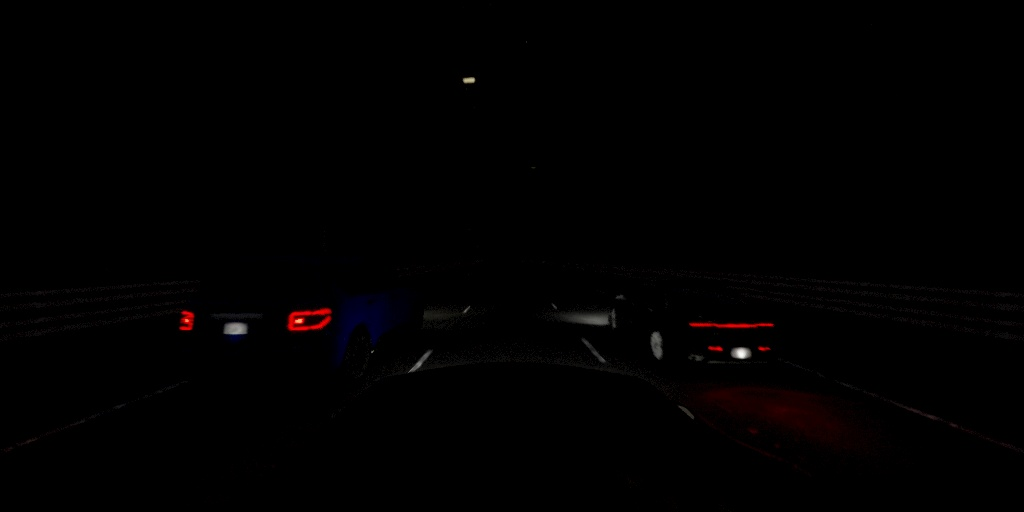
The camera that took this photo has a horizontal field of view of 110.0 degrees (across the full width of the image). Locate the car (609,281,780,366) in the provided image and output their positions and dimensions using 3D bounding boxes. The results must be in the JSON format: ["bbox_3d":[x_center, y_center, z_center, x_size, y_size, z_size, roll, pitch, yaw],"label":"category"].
[{"bbox_3d":[3.602,1.296,8.061,1.837,1.490,4.892,0,0,0],"label":"car"}]

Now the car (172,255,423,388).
[{"bbox_3d":[-3.398,1.006,7.092,2.150,2.045,5.566,0,0,0],"label":"car"}]
